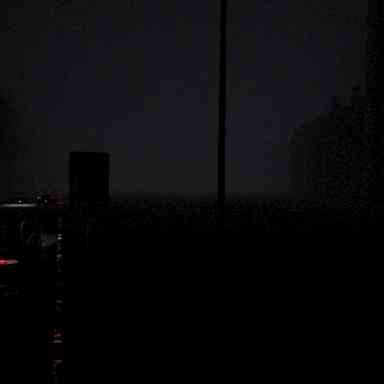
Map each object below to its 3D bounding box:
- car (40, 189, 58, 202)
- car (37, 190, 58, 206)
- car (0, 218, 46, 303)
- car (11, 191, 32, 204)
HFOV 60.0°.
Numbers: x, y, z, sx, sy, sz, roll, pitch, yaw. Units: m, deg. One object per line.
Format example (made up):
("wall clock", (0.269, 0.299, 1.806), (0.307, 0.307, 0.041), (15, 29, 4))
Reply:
("car", (-19.503, 0.419, 45.566), (2.128, 1.511, 4.902), (0, 1, -22))
("car", (-15.667, 0.689, 35.986), (1.812, 1.442, 4.674), (0, 1, -21))
("car", (-4.433, 1.329, 7.398), (2.128, 1.511, 4.902), (0, 1, -22))
("car", (-19.917, 0.598, 39.125), (2.033, 1.411, 5.357), (0, 1, -22))
